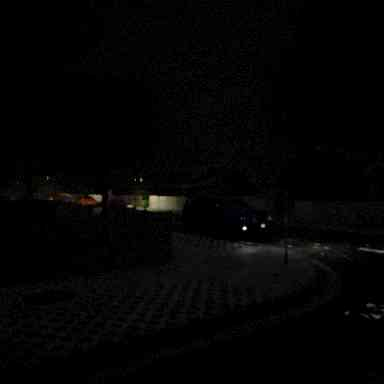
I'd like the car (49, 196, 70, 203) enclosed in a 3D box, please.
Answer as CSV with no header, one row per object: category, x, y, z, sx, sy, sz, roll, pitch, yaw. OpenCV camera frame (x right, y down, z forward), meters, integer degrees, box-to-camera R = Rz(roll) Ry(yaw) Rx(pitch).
car,-18.370,1.370,45.396,1.895,1.301,4.718,0,0,-35

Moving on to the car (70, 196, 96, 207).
car,-14.406,1.258,44.694,1.882,1.535,5.008,0,0,-35

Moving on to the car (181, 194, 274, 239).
car,1.622,1.155,17.358,2.150,2.045,5.566,0,0,-36

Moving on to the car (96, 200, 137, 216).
car,-6.268,1.392,28.367,1.812,1.442,4.674,0,1,-36

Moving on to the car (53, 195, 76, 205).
car,-20.326,1.284,52.864,2.033,1.411,5.357,0,0,-36
